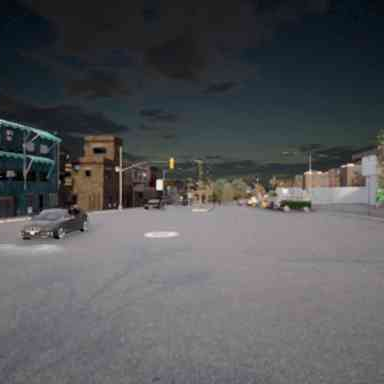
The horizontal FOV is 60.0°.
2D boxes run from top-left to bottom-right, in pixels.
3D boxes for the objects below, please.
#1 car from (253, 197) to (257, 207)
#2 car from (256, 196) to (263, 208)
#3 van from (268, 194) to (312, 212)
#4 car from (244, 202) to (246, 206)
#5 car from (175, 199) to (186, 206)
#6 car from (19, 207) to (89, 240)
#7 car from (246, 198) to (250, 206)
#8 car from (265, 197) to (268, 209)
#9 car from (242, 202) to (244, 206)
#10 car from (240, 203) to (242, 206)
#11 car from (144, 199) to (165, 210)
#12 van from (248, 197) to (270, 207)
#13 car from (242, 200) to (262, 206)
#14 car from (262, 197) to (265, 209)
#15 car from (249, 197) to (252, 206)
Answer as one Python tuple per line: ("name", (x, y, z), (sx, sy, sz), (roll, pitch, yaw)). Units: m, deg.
("car", (13.542, 1.851, 57.124), (4.553, 1.767, 2.185), (1, -1, -15))
("car", (12.529, 1.740, 48.169), (5.366, 1.575, 1.946), (1, -1, -15))
("van", (11.797, 1.291, 39.296), (4.442, 1.987, 1.878), (1, -1, -15))
("car", (14.874, 2.116, 71.958), (5.566, 2.045, 2.435), (1, -2, -15))
("car", (-2.396, 2.267, 69.541), (2.033, 1.411, 5.357), (0, -2, 5))
("car", (-7.061, 1.580, 17.560), (1.837, 1.490, 4.892), (-1, 1, 5))
("car", (14.582, 2.284, 68.975), (5.008, 1.535, 2.097), (1, -1, -15))
("car", (12.169, 1.635, 42.291), (4.674, 1.452, 2.002), (1, -2, -15))
("car", (15.355, 2.301, 77.861), (5.566, 2.045, 2.435), (1, -2, -15))
("car", (16.000, 2.866, 86.699), (5.366, 1.575, 1.946), (2, -2, -15))
("car", (-4.776, 1.632, 42.946), (2.033, 1.411, 5.357), (0, -1, 5))
("van", (15.003, 2.229, 74.879), (4.442, 1.987, 1.878), (1, -2, -15))
("car", (16.704, 3.120, 92.677), (5.008, 1.535, 2.097), (2, -3, -15))
("car", (12.443, 1.711, 45.251), (4.674, 1.452, 2.002), (1, -1, -15))
("car", (14.222, 2.130, 63.099), (5.366, 1.575, 1.946), (1, -2, -15))
